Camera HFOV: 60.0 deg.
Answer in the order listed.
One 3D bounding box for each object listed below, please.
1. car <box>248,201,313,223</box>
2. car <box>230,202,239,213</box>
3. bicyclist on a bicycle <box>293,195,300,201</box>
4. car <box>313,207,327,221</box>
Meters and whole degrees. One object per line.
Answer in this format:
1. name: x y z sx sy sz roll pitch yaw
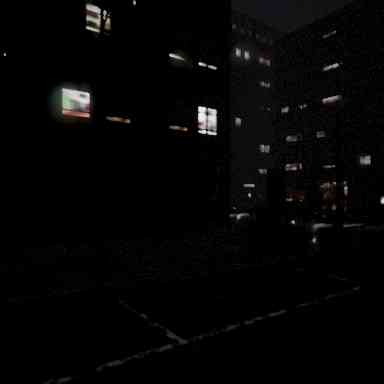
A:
1. car: 6.031 1.434 24.013 2.008 1.369 4.403 1 0 -36
2. car: 2.560 1.272 33.182 1.837 1.490 4.892 0 1 -36
3. bicyclist on a bicycle: 11.293 1.159 36.029 1.656 1.620 0.582 0 1 -36
4. car: 8.050 1.422 25.655 1.812 1.442 4.674 0 1 -37
